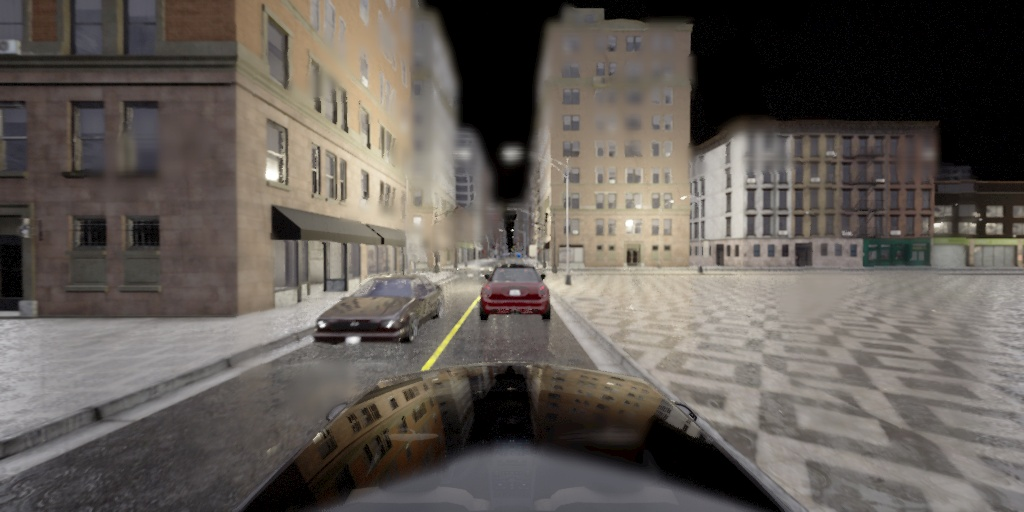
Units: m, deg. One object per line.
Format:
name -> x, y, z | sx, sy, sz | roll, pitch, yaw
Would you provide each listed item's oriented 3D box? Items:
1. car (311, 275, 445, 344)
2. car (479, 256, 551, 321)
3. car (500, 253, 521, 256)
car -> -3.084, 1.231, 9.635 | 2.033, 1.411, 5.357 | 0, 0, 0
car -> 0.109, 1.015, 12.217 | 2.097, 1.767, 4.553 | 0, 1, 1
car -> 0.072, 0.893, 26.415 | 2.097, 1.767, 4.553 | 0, 1, -1
